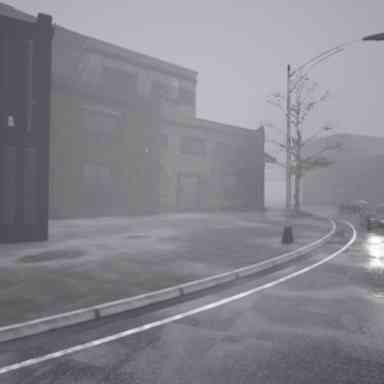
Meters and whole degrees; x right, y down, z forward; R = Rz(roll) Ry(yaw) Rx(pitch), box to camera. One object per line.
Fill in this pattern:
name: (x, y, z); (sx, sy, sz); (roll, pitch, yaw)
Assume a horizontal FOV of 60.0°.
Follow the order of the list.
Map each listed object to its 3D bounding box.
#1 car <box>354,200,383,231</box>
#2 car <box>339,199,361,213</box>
car: (11.318, 1.489, 19.970); (2.128, 1.511, 4.902); (0, 0, 21)
car: (18.064, 1.517, 36.925); (1.812, 1.442, 4.674); (1, 0, -1)
